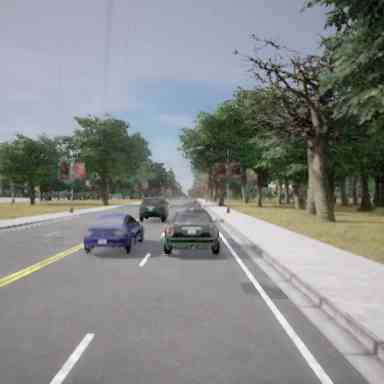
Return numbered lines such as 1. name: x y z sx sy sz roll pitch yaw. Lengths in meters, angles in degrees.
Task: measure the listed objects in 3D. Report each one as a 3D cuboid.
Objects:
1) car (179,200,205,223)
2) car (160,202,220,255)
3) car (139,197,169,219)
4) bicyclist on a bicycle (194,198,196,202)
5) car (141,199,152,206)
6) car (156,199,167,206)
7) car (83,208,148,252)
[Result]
1. car: -0.013 1.623 29.096 2.097 1.767 4.553 0 -1 0
2. car: -0.005 1.483 14.096 2.097 1.767 4.553 0 -1 0
3. car: -3.266 1.489 29.036 2.150 2.045 5.566 0 0 0
4. bicyclist on a bicycle: 0.839 2.306 89.297 0.866 1.612 1.509 0 -1 0
5. car: -9.792 2.276 71.765 1.895 1.301 4.718 0 -1 0
6. car: -6.542 2.221 71.798 2.033 1.411 5.357 0 -1 0
7. car: -3.253 1.662 14.391 1.812 1.442 4.674 0 0 0
